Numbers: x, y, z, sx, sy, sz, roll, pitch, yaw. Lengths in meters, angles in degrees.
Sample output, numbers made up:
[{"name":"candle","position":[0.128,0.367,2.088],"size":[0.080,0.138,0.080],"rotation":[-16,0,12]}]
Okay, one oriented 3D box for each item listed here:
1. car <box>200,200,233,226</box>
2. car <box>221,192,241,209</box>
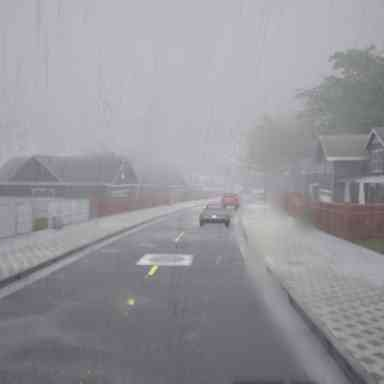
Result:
[{"name":"car","position":[1.647,1.509,23.028],"size":[1.994,1.385,4.181],"rotation":[0,0,7]},{"name":"car","position":[4.998,1.041,42.483],"size":[2.150,2.045,5.566],"rotation":[1,1,13]}]
